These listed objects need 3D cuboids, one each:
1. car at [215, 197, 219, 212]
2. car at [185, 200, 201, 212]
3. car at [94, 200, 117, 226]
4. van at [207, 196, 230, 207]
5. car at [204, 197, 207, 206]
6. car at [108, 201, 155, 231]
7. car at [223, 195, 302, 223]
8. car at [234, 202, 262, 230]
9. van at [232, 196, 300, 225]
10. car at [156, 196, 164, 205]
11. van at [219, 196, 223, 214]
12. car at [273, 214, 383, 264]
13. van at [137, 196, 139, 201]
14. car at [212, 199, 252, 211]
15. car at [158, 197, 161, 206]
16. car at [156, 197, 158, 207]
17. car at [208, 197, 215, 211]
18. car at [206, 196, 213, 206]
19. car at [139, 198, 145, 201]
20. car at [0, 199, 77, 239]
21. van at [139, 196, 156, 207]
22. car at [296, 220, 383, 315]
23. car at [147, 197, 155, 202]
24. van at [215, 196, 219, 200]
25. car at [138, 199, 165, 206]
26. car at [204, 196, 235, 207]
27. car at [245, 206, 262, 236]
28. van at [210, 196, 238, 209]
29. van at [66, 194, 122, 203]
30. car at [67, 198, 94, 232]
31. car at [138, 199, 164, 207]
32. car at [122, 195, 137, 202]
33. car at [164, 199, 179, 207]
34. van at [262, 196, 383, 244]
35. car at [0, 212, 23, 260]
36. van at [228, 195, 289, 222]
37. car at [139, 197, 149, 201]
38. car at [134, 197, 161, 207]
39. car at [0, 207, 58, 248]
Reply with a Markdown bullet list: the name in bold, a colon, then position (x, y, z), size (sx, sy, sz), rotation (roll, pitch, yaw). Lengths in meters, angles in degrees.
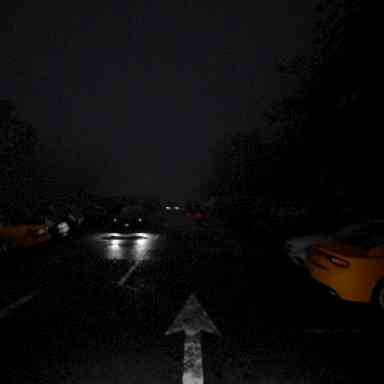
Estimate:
- **car**: position (5.043, 1.515, 31.774), size (5.008, 1.535, 2.097), rotation (0, -1, 0)
- **car**: position (0.098, 1.695, 42.159), size (2.128, 1.511, 4.902), rotation (0, -1, 0)
- **car**: position (-8.039, 1.526, 23.621), size (4.674, 1.452, 2.002), rotation (0, 0, 0)
- **van**: position (5.154, 1.858, 65.134), size (4.442, 1.987, 1.878), rotation (0, -1, 0)
- **car**: position (5.031, 1.923, 56.703), size (4.892, 1.521, 2.231), rotation (0, -1, 0)
- **car**: position (-3.588, 1.531, 20.572), size (1.812, 1.442, 4.674), rotation (0, 0, 0)
- **car**: position (5.010, 1.234, 20.838), size (5.566, 2.045, 2.435), rotation (0, 0, 0)
- **car**: position (5.033, 1.484, 17.943), size (5.008, 1.535, 2.097), rotation (0, 0, 0)
- **van**: position (5.155, 1.260, 23.609), size (4.442, 1.987, 1.878), rotation (0, 0, 0)
- **car**: position (-8.071, 1.674, 56.916), size (5.566, 2.045, 2.435), rotation (0, -1, 0)
- **van**: position (4.922, 1.261, 29.157), size (4.442, 1.987, 1.878), rotation (0, 0, 0)
- **car**: position (5.042, 1.523, 9.757), size (4.674, 1.452, 2.002), rotation (0, 0, 0)
- **van**: position (-8.158, 1.337, 34.709), size (4.442, 1.987, 1.878), rotation (0, -1, 0)
- **car**: position (5.032, 1.697, 42.853), size (4.892, 1.521, 2.231), rotation (0, -1, 0)
- **car**: position (-8.013, 1.909, 54.135), size (4.792, 1.488, 2.163), rotation (0, -1, 0)
- **car**: position (-8.040, 1.875, 51.360), size (4.674, 1.452, 2.002), rotation (0, -1, 0)
- **car**: position (4.853, 1.602, 37.312), size (5.366, 1.575, 1.946), rotation (0, -1, 0)
- **car**: position (5.032, 1.788, 48.518), size (5.008, 1.535, 2.097), rotation (0, -1, 0)
- **car**: position (-8.039, 1.648, 37.481), size (4.674, 1.452, 2.002), rotation (0, -1, 0)
- **car**: position (-8.072, 1.358, 15.293), size (4.553, 1.767, 2.185), rotation (0, 0, 0)
- **van**: position (-7.926, 1.563, 48.589), size (4.442, 1.987, 1.878), rotation (0, -1, 0)
- **car**: position (5.034, 1.482, 6.862), size (5.008, 1.535, 2.097), rotation (0, 0, 0)
- **car**: position (-8.037, 1.744, 45.809), size (5.008, 1.535, 2.097), rotation (0, -1, 0)
- **van**: position (4.921, 1.334, 34.548), size (4.442, 1.987, 1.878), rotation (0, -1, 0)
- **car**: position (-8.229, 2.152, 67.999), size (5.366, 1.575, 1.946), rotation (0, -1, 0)
- **car**: position (5.065, 1.769, 62.243), size (5.566, 2.045, 2.435), rotation (0, -1, 0)
- **car**: position (5.037, 1.524, 15.172), size (4.674, 1.452, 2.002), rotation (0, 0, 0)
- **van**: position (5.154, 1.651, 53.936), size (4.442, 1.987, 1.878), rotation (0, -1, 0)
- **van**: position (-8.158, 1.261, 26.397), size (4.442, 1.987, 1.878), rotation (0, 0, 0)
- **car**: position (-8.072, 1.359, 18.069), size (4.553, 1.767, 2.185), rotation (0, 0, 0)
- **car**: position (-8.037, 2.088, 65.231), size (4.892, 1.521, 2.231), rotation (0, -1, 0)
- **car**: position (-8.013, 1.236, 29.174), size (5.566, 2.045, 2.435), rotation (0, 0, 0)
- **car**: position (-3.539, 2.014, 61.944), size (1.882, 1.535, 5.008), rotation (0, -1, 1)
- **van**: position (5.156, 1.257, 12.528), size (4.442, 1.987, 1.878), rotation (0, 0, 0)
- **car**: position (-8.047, 1.484, 9.740), size (4.892, 1.521, 2.231), rotation (0, 0, 0)
- **van**: position (5.155, 1.261, 26.254), size (4.442, 1.987, 1.878), rotation (0, 0, 0)
- **car**: position (-8.072, 1.683, 40.258), size (4.792, 1.488, 2.163), rotation (0, -1, 0)
- **car**: position (-8.011, 1.848, 59.685), size (4.553, 1.767, 2.185), rotation (0, -1, 0)
- **car**: position (-8.226, 1.480, 12.516), size (5.366, 1.575, 1.946), rotation (0, 0, 0)
